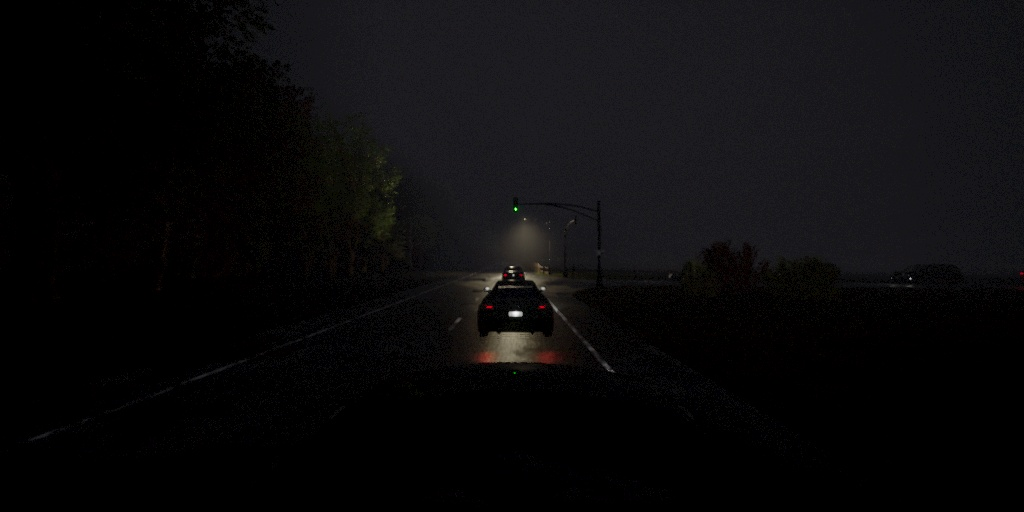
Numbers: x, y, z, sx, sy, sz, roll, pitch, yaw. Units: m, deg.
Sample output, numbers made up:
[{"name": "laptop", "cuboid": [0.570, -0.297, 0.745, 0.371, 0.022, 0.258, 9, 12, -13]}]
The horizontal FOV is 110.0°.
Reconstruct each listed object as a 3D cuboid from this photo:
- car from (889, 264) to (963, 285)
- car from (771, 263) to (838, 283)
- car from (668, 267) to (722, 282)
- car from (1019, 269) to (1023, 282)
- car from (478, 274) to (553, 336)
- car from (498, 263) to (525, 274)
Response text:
[{"name": "car", "cuboid": [40.603, 1.790, 35.225, 5.566, 2.045, 2.150, 1, -2, 0]}, {"name": "car", "cuboid": [28.737, 1.660, 35.293, 5.566, 2.045, 2.150, 1, -2, 1]}, {"name": "car", "cuboid": [18.010, 1.814, 35.359, 4.902, 1.511, 2.128, 1, -2, 1]}, {"name": "car", "cuboid": [48.557, 1.782, 31.599, 5.566, 2.045, 2.150, 1, -2, 0]}, {"name": "car", "cuboid": [0.101, 1.403, 10.775, 1.994, 1.385, 4.181, 0, 0, 0]}, {"name": "car", "cuboid": [0.108, 1.575, 30.411, 2.033, 1.411, 5.357, 0, -1, 0]}]
